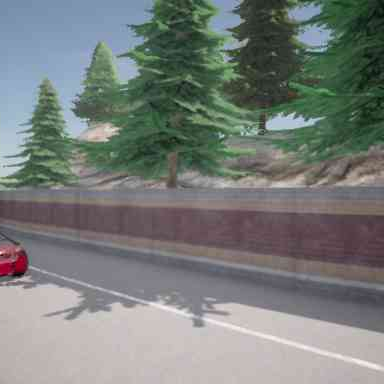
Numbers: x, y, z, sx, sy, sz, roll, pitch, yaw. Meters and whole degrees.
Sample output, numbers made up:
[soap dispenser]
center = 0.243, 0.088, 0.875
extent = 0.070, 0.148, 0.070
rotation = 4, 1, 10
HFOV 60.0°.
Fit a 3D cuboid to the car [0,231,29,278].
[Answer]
[car]
center = -6.254, 1.578, 9.148
extent = 4.181, 1.385, 1.994
rotation = 0, 0, 40
